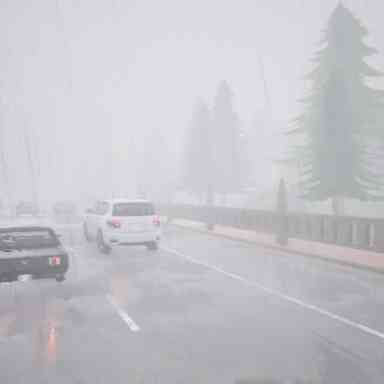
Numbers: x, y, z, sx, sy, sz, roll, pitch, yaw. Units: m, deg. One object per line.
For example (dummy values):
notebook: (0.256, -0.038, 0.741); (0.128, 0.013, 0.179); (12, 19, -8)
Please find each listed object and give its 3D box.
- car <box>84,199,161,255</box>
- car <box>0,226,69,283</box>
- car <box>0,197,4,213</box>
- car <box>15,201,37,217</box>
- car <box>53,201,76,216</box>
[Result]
car: (-3.085, 1.286, 14.022); (2.150, 2.045, 5.566); (1, 0, -26)
car: (-4.703, 1.624, 9.403); (1.895, 1.301, 4.718); (1, 0, -26)
car: (-22.212, 1.283, 36.768); (2.150, 2.045, 5.566); (1, 0, -26)
car: (-16.133, 1.626, 32.393); (2.033, 1.411, 5.357); (1, 0, -26)
car: (-12.996, 1.660, 33.946); (2.033, 1.411, 5.357); (1, 0, -26)
